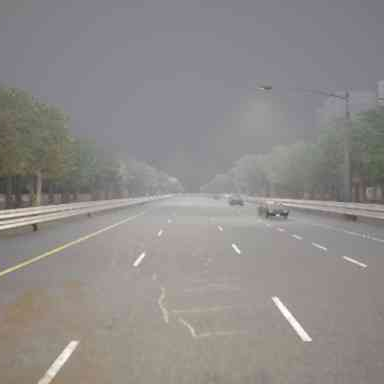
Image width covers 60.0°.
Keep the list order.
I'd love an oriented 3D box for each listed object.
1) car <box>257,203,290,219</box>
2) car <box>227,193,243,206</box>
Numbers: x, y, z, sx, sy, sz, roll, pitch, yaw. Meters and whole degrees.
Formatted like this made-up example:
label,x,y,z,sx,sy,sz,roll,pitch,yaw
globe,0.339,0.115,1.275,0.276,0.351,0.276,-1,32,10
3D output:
label,x,y,z,sx,sy,sz,roll,pitch,yaw
car,7.006,1.605,29.275,1.895,1.301,4.718,0,0,0
car,7.030,1.379,54.455,2.097,1.767,4.553,0,0,0
